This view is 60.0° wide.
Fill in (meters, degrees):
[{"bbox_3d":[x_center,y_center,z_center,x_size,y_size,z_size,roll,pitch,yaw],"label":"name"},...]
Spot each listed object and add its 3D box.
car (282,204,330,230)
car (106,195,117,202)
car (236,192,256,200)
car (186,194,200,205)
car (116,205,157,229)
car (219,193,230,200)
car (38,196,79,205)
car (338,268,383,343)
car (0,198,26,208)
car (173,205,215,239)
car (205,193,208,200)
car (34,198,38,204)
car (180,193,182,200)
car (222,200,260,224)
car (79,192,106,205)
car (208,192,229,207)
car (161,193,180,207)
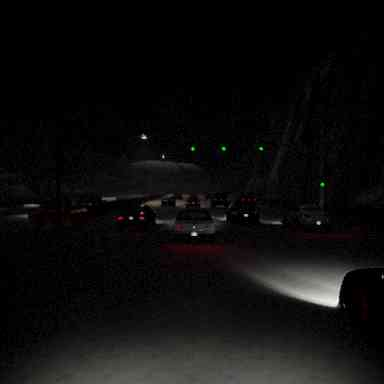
[{"bbox_3d":[7.088,1.493,20.938,1.812,1.442,4.674,0,0,0],"label":"car"},{"bbox_3d":[-13.836,1.243,55.411,1.812,1.442,4.674,0,1,0],"label":"car"},{"bbox_3d":[7.180,1.068,44.393,2.150,2.045,5.566,0,0,0],"label":"car"},{"bbox_3d":[0.167,1.404,42.794,2.033,1.411,5.357,0,0,0],"label":"car"},{"bbox_3d":[-3.399,1.511,21.082,2.033,1.411,5.357,0,0,0],"label":"car"},{"bbox_3d":[7.329,0.904,76.373,2.033,1.411,5.357,0,1,0],"label":"car"},{"bbox_3d":[-13.991,1.403,35.138,1.837,1.490,4.892,0,0,0],"label":"car"},{"bbox_3d":[3.600,1.557,4.265,1.994,1.385,4.181,0,0,0],"label":"car"},{"bbox_3d":[-24.418,1.435,44.872,1.895,1.301,4.718,0,0,0],"label":"car"},{"bbox_3d":[0.100,1.572,16.960,1.895,1.301,4.718,0,0,0],"label":"car"},{"bbox_3d":[3.812,0.935,74.135,2.128,1.511,4.902,0,1,0],"label":"car"},{"bbox_3d":[-24.340,1.286,54.944,1.994,1.385,4.181,0,1,0],"label":"car"},{"bbox_3d":[-3.188,0.886,74.184,1.882,1.535,5.008,0,1,0],"label":"car"},{"bbox_3d":[3.601,1.525,24.160,1.994,1.385,4.181,0,0,0],"label":"car"},{"bbox_3d":[-13.915,1.054,45.231,2.150,2.045,5.566,0,1,0],"label":"car"},{"bbox_3d":[3.679,1.069,44.190,2.150,2.045,5.566,0,0,0],"label":"car"},{"bbox_3d":[-3.294,1.303,47.709,2.128,1.511,4.902,0,1,0],"label":"car"}]
